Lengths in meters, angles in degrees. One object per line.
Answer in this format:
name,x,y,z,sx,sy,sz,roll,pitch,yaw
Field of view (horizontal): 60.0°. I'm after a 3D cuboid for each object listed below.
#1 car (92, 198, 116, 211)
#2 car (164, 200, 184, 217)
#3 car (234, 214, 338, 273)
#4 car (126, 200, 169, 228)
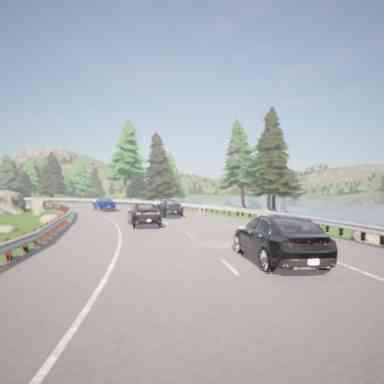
car,-10.526,1.450,39.584,1.882,1.535,5.008,0,0,-29
car,-2.201,1.453,29.988,2.128,1.511,4.902,0,0,-20
car,2.701,1.481,10.630,1.837,1.490,4.892,0,0,-7
car,-3.182,1.468,21.840,2.128,1.511,4.902,0,0,-15
